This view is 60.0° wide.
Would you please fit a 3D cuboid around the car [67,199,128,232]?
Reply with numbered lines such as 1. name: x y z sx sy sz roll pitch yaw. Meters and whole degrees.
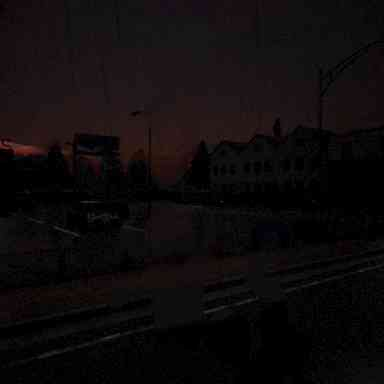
1. car: -5.315 1.248 17.892 1.970 1.475 3.806 0 0 -36

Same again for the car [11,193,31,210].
1. car: -19.835 1.092 38.155 1.905 1.878 3.866 0 0 -36

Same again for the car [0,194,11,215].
1. car: -17.921 1.113 29.845 1.932 1.855 4.605 0 0 -36

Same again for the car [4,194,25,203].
1. car: -38.979 1.328 73.232 3.866 1.878 1.905 0 0 -36

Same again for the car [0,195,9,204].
1. car: -39.205 1.495 66.104 4.611 1.667 2.242 0 0 -36

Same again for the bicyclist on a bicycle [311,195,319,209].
1. bicyclist on a bicycle: 13.660 1.124 36.837 1.656 1.620 0.582 0 0 -35

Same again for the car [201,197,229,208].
1. car: 3.110 1.349 45.113 1.812 1.442 4.674 0 0 -35
